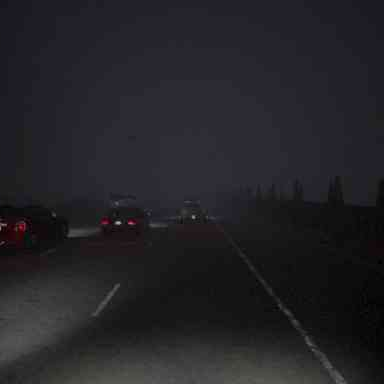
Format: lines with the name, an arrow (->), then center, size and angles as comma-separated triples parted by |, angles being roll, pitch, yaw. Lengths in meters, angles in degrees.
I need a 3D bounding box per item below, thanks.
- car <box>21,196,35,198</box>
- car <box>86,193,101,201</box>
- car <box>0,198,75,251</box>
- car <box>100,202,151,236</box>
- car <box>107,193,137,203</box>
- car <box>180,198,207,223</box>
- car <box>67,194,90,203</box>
car -> -21.054, 1.340, 42.257 | 1.882, 1.535, 5.008 | 0, 0, 1
car -> -17.506, 1.148, 57.866 | 2.150, 2.045, 5.566 | 0, 0, 0
car -> -6.902, 1.295, 13.941 | 2.097, 1.767, 4.553 | 0, 0, 0
car -> -3.402, 1.479, 17.853 | 2.033, 1.411, 5.357 | 0, 0, 0
car -> -6.904, 1.108, 33.297 | 2.150, 2.045, 5.566 | 0, 0, 0
car -> 0.099, 1.437, 24.386 | 1.812, 1.442, 4.674 | 0, 0, 0
car -> -14.065, 1.365, 38.958 | 2.128, 1.511, 4.902 | 0, 0, 0
